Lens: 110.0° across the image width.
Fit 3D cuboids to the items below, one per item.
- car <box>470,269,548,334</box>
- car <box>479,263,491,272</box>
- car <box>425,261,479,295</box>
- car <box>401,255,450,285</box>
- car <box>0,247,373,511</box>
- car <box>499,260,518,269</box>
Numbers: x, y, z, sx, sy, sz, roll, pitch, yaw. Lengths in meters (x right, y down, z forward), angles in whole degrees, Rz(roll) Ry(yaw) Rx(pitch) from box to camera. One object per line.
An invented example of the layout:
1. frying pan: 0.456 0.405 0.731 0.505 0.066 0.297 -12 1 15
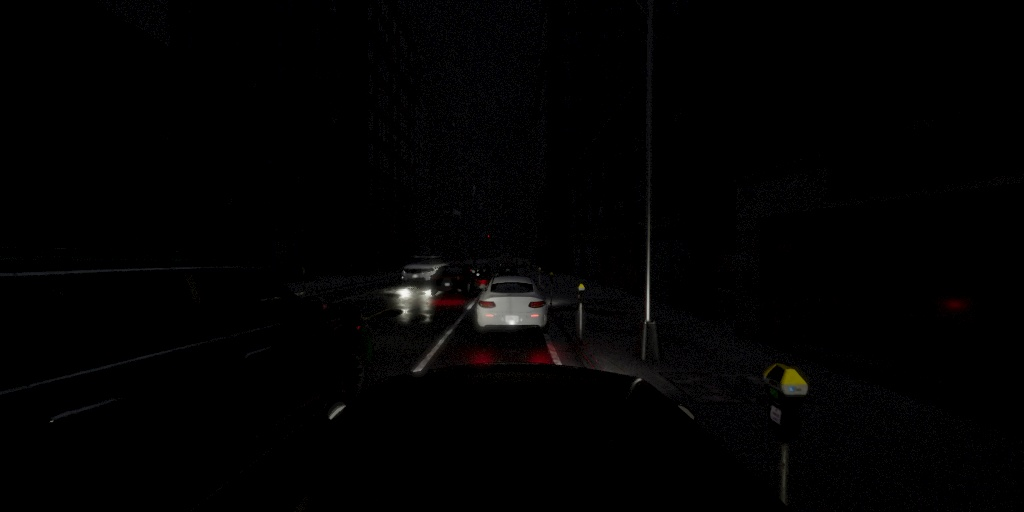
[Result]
1. car: 0.003 1.274 10.501 1.812 1.442 4.674 0 0 0
2. car: -3.047 1.350 34.371 1.895 1.301 4.718 0 0 0
3. car: -3.145 1.225 19.855 1.882 1.535 5.008 0 0 0
4. car: -6.245 0.969 25.984 2.150 2.045 5.566 0 0 0
5. car: -3.064 0.972 2.765 2.150 2.045 5.566 0 0 0
6. car: -0.383 1.315 34.934 1.948 1.339 4.313 0 0 0
